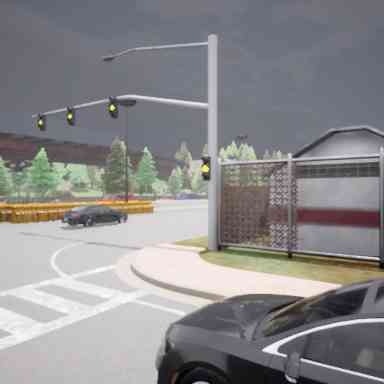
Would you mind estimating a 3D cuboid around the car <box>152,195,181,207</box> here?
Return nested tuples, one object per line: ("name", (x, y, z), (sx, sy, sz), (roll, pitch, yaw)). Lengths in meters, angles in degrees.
("car", (-3.903, 1.342, 51.473), (2.097, 1.767, 4.553), (0, 0, 34))

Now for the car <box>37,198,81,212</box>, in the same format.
("car", (-15.856, 1.514, 39.867), (1.812, 1.442, 4.674), (0, 0, 34))

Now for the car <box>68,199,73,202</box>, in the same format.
("car", (-14.919, 1.590, 34.988), (1.895, 1.301, 4.718), (0, 0, 34))

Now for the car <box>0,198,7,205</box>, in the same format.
("car", (-20.692, 1.340, 32.645), (2.097, 1.767, 4.553), (0, 0, 34))

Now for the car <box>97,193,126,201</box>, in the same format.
("car", (-8.763, 1.206, 37.914), (2.150, 2.045, 5.566), (0, 1, 34))

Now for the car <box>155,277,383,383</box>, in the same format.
("car", (1.859, 1.505, 2.682), (4.892, 1.490, 1.837), (0, 0, 36))

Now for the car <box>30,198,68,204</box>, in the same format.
("car", (-13.895, 1.554, 30.210), (1.994, 1.385, 4.181), (0, 0, 33))

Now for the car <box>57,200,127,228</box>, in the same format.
("car", (-6.395, 1.519, 22.186), (1.812, 1.442, 4.674), (0, 0, 34))

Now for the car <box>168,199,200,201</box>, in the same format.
("car", (-0.964, 1.214, 49.569), (2.150, 2.045, 5.566), (0, 0, 34))
